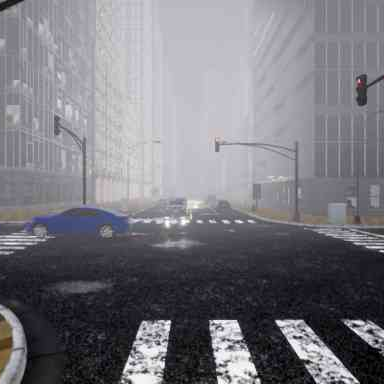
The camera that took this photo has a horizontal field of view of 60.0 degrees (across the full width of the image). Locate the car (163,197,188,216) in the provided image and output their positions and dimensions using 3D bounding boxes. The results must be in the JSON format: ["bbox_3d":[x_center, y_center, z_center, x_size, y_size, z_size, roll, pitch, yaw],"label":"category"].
[{"bbox_3d":[-1.571,1.543,33.059,1.812,1.442,4.674,0,0,0],"label":"car"}]

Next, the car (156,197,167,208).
[{"bbox_3d":[-4.133,1.593,47.309,1.802,1.307,4.206,0,0,0],"label":"car"}]

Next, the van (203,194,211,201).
[{"bbox_3d":[3.531,1.321,80.525,1.690,1.788,3.998,0,0,0],"label":"van"}]

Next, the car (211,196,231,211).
[{"bbox_3d":[3.832,1.579,41.834,1.947,1.339,4.313,0,0,0],"label":"car"}]

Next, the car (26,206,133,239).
[{"bbox_3d":[-5.480,1.422,16.423,5.008,1.535,1.882,1,0,-3],"label":"car"}]

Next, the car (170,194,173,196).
[{"bbox_3d":[-4.241,1.564,63.891,1.947,1.339,4.313,0,0,0],"label":"car"}]

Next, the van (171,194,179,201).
[{"bbox_3d":[-4.385,1.315,86.001,1.690,1.788,3.998,0,0,0],"label":"van"}]

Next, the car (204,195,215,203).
[{"bbox_3d":[3.603,1.432,69.470,1.967,1.590,4.097,0,0,0],"label":"car"}]

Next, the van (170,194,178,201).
[{"bbox_3d":[-4.349,1.321,80.474,1.690,1.788,3.998,0,0,0],"label":"van"}]

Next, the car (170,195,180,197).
[{"bbox_3d":[-1.636,1.538,43.318,1.812,1.442,4.674,0,0,0],"label":"car"}]

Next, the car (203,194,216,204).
[{"bbox_3d":[3.639,1.313,63.942,2.192,1.841,5.009,0,0,0],"label":"car"}]
